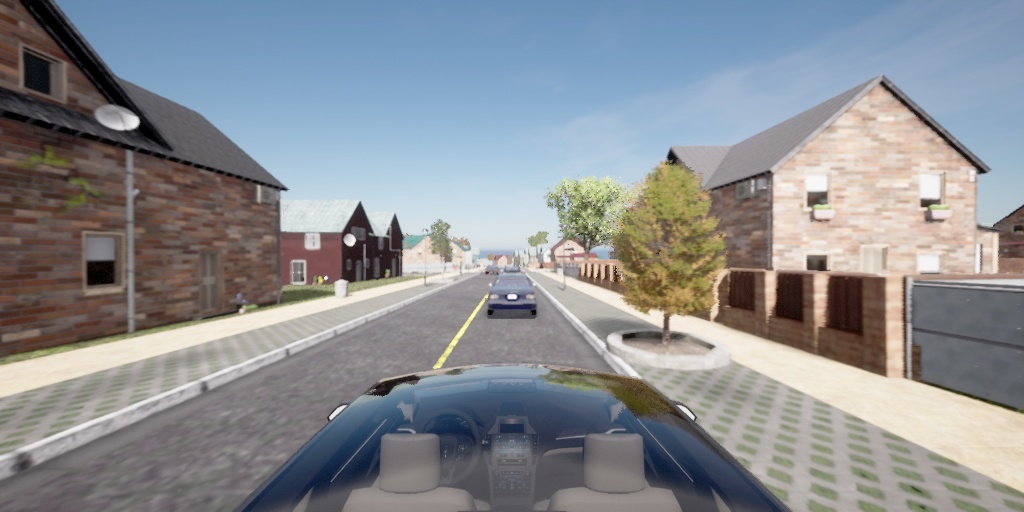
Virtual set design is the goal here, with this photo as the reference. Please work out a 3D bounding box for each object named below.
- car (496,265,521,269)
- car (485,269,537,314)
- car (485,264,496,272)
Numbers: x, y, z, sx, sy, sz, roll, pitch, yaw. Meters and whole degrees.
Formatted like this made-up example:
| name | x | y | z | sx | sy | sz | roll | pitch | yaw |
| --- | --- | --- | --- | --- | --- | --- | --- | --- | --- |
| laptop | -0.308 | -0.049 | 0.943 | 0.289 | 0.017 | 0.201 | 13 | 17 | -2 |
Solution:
| name | x | y | z | sx | sy | sz | roll | pitch | yaw |
| --- | --- | --- | --- | --- | --- | --- | --- | --- | --- |
| car | 0.019 | 1.550 | 30.379 | 2.128 | 1.511 | 4.902 | 0 | -1 | 0 |
| car | 0.009 | 1.423 | 14.384 | 2.033 | 1.411 | 5.357 | 0 | -1 | 0 |
| car | -2.761 | 1.892 | 50.854 | 2.033 | 1.411 | 5.357 | 0 | -1 | 0 |
